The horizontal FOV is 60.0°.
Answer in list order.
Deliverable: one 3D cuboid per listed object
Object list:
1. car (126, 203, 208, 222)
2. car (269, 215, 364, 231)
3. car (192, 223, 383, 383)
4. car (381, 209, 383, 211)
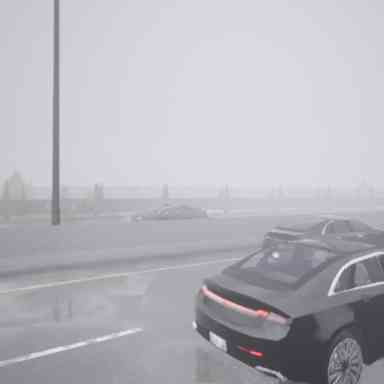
[{"bbox_3d":[-1.375,1.419,19.325,4.902,1.511,2.128,0,0,-29],"label":"car"},{"bbox_3d":[4.392,1.483,10.335,4.892,1.490,1.837,0,0,-30],"label":"car"},{"bbox_3d":[2.342,1.480,5.073,4.902,1.511,2.128,0,0,-32],"label":"car"},{"bbox_3d":[15.392,1.324,23.222,4.553,1.767,2.097,0,0,-20],"label":"car"}]
